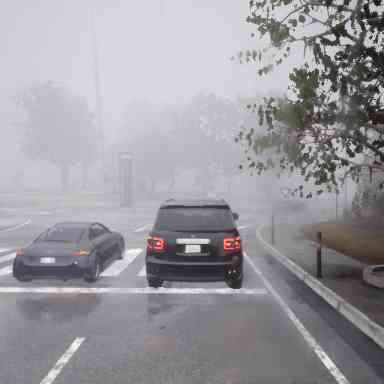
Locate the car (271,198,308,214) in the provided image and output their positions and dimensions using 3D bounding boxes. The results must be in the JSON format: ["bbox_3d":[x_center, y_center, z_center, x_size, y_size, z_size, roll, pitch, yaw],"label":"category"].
[{"bbox_3d":[10.319,1.413,35.054,4.902,1.511,2.128,-1,2,-41],"label":"car"}]

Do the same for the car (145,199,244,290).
[{"bbox_3d":[0.147,1.198,9.245,2.150,2.045,5.566,0,0,3],"label":"car"}]

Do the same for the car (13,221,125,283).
[{"bbox_3d":[-3.291,1.539,9.687,1.994,1.385,4.181,0,0,1],"label":"car"}]
